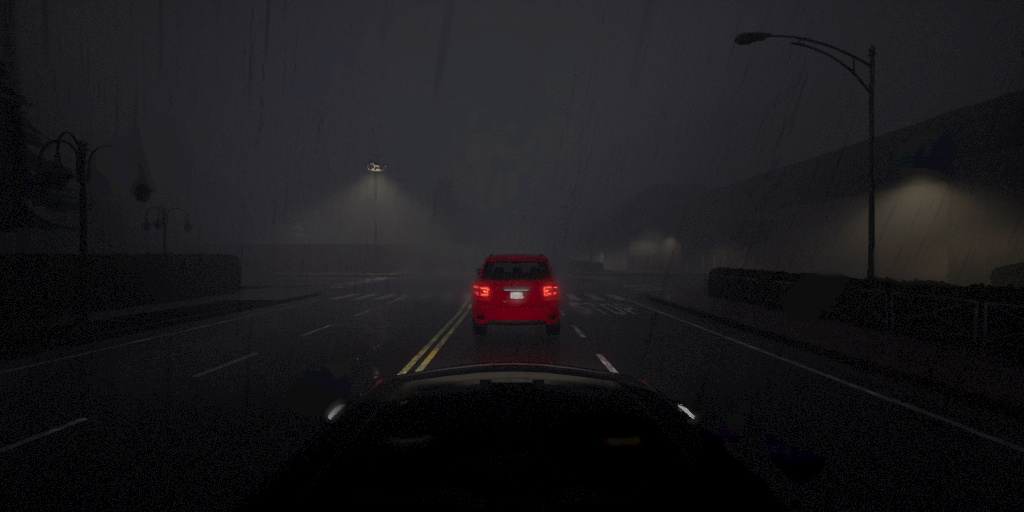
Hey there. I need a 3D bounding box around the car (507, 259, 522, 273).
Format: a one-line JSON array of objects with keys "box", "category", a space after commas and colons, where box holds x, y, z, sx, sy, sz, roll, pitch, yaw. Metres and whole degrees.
[{"box": [0.333, 1.228, 45.522, 1.882, 1.535, 5.008, 0, 0, 1], "category": "car"}]

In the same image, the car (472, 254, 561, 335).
[{"box": [0.116, 0.971, 10.664, 2.150, 2.045, 5.566, 0, 0, 0], "category": "car"}]
